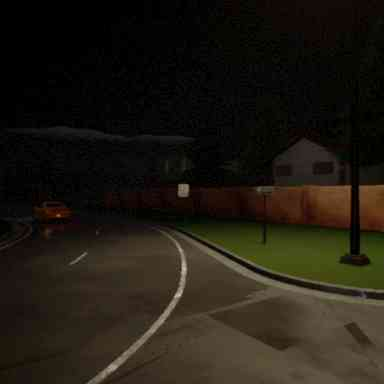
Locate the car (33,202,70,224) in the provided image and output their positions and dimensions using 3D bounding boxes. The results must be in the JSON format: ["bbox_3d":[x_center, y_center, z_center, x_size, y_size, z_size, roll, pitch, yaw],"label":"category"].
[{"bbox_3d":[-10.672,1.475,25.191,1.882,1.535,5.008,0,0,-34],"label":"car"}]
